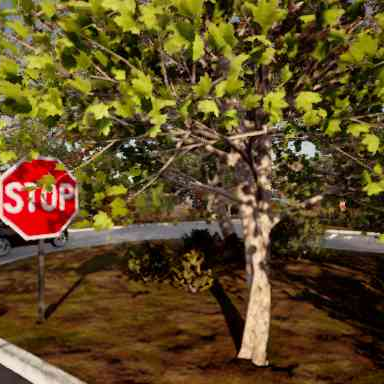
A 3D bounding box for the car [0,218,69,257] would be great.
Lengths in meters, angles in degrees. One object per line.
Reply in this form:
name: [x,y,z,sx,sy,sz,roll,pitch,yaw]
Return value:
car: [-7.180,1.638,13.629,2.128,1.511,4.902,-1,-2,20]
